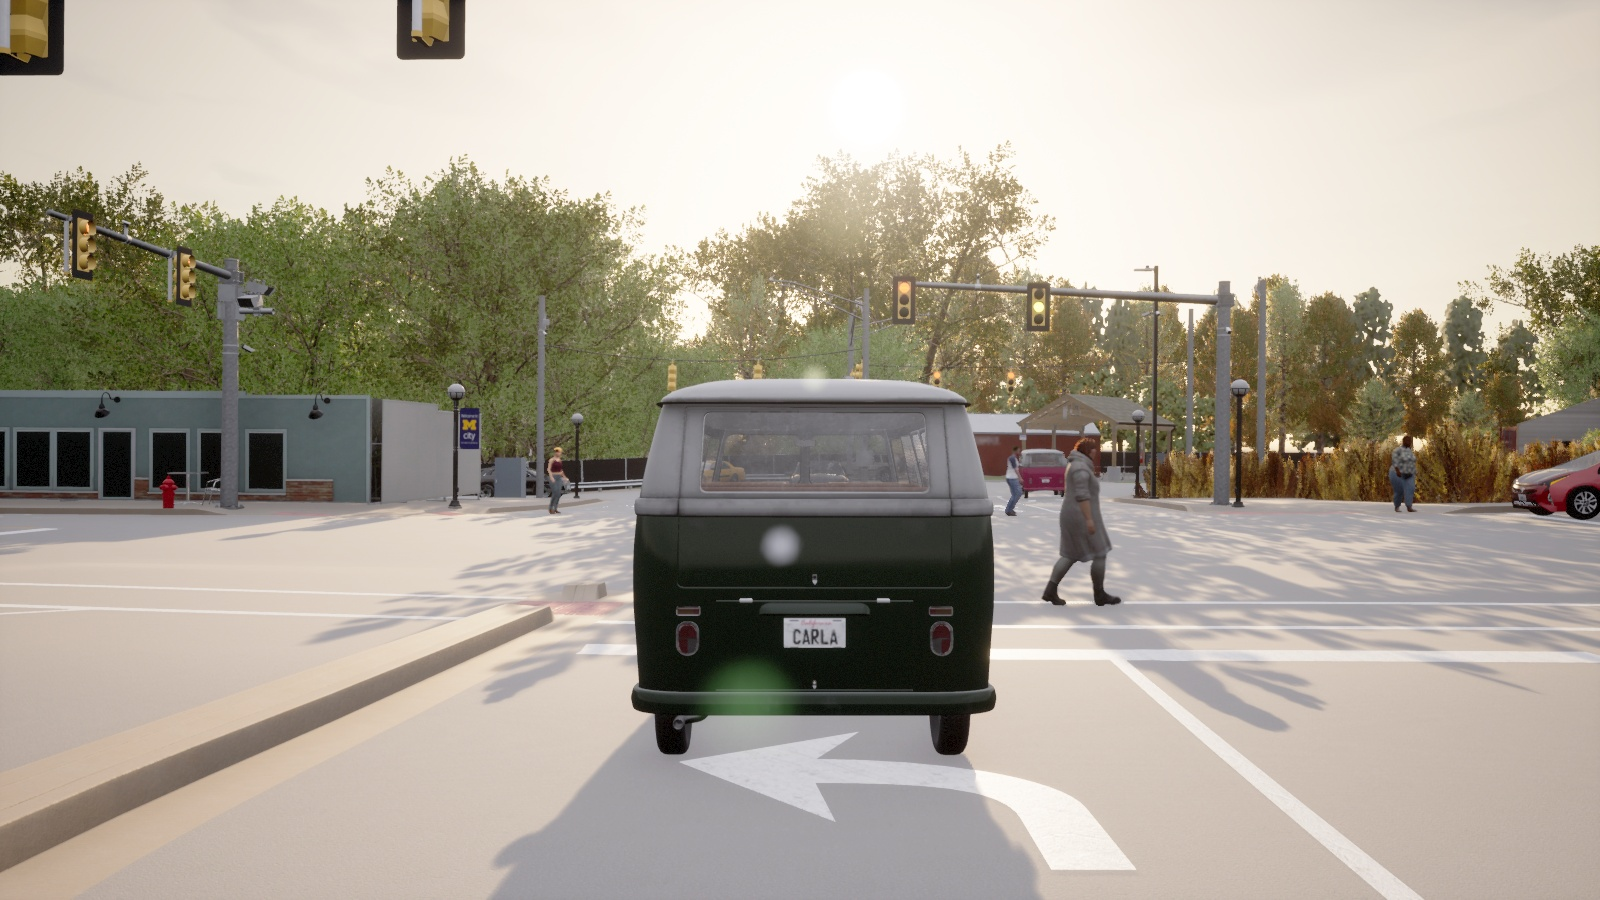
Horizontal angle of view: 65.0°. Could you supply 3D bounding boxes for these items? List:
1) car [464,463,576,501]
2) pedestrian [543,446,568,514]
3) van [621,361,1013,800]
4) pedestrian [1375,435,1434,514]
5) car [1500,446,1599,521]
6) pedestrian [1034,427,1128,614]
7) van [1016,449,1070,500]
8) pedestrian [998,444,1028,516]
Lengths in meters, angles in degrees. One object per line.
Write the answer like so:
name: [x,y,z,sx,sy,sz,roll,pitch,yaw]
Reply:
car: [-13.511,1.533,60.747,4.856,1.649,2.033,-1,1,8]
pedestrian: [-6.684,0.816,34.374,0.594,1.836,0.345,1,0,36]
van: [0.063,0.631,7.930,1.775,1.987,4.442,0,-1,0]
pedestrian: [14.435,0.582,30.005,0.874,1.855,0.900,1,0,-13]
car: [17.983,0.673,27.175,4.514,1.525,2.007,-1,0,4]
pedestrian: [3.024,0.741,13.571,0.873,1.952,0.659,1,0,4]
van: [10.011,0.969,52.071,1.775,1.987,4.442,-1,0,6]
pedestrian: [5.448,0.761,32.114,0.706,1.836,0.354,1,0,5]
